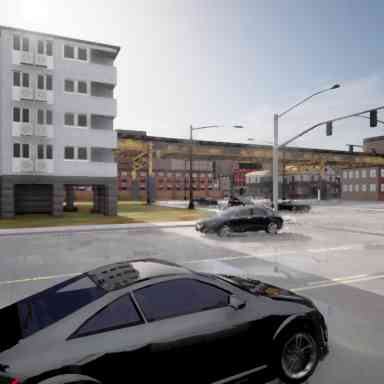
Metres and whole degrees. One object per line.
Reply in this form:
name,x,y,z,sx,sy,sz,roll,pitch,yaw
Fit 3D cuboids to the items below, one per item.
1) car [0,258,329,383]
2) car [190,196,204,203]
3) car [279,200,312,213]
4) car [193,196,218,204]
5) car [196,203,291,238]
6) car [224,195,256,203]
car,-0.301,1.564,4.109,4.181,1.385,1.994,0,0,-30
car,1.099,1.544,69.502,2.033,1.411,5.357,0,0,10
car,11.122,1.601,37.321,1.895,1.301,4.718,0,0,-26
car,2.561,1.547,55.805,2.033,1.411,5.357,0,0,-21
car,2.557,1.505,17.539,4.892,1.490,1.837,0,0,-24
car,6.832,1.505,46.371,1.837,1.490,4.892,0,0,-25
